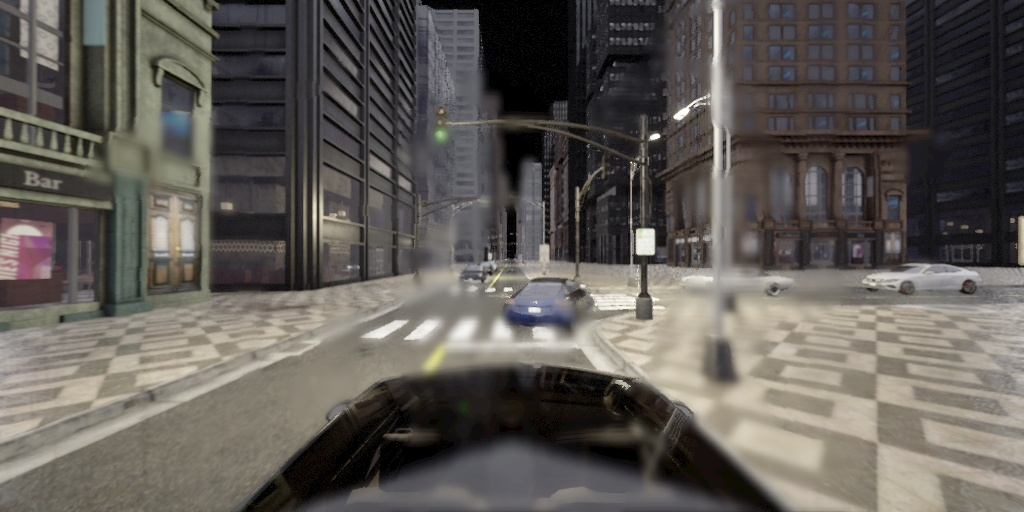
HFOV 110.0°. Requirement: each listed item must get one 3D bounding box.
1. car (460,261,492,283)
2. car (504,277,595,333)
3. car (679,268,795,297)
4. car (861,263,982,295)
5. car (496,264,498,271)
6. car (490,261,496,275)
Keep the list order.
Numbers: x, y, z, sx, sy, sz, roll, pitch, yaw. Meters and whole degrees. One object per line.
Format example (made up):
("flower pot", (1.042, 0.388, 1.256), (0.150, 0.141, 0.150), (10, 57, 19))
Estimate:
("car", (-3.096, 1.420, 29.988), (2.033, 1.411, 5.357), (0, 0, 0))
("car", (1.273, 1.343, 11.067), (1.994, 1.385, 4.181), (-1, 0, 20))
("car", (10.900, 1.274, 17.637), (4.718, 1.301, 1.895), (-1, 0, 0))
("car", (20.086, 1.092, 17.642), (4.674, 1.442, 1.812), (-1, 0, 0))
("car", (-3.083, 1.492, 50.532), (1.812, 1.442, 4.674), (0, 0, 0))
("car", (-3.090, 1.395, 39.938), (1.882, 1.535, 5.008), (0, 0, 0))
